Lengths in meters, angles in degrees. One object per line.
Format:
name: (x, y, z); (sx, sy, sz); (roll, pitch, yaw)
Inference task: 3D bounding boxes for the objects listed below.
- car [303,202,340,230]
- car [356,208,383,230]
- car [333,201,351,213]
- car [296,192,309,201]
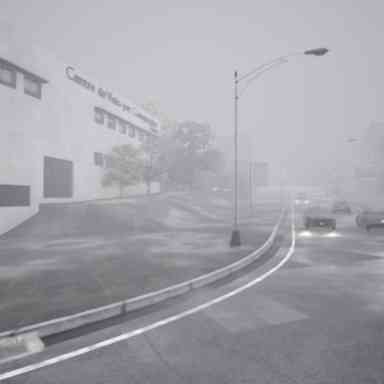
car: (8.815, 1.719, 23.180); (1.882, 1.535, 5.008); (0, -1, 17)
car: (12.418, 1.792, 22.467); (1.994, 1.385, 4.181); (0, -1, 17)
car: (17.651, 1.699, 39.722); (1.994, 1.385, 4.181); (0, 1, 17)
car: (20.579, 0.723, 62.011); (1.837, 1.490, 4.892); (0, 4, 17)
